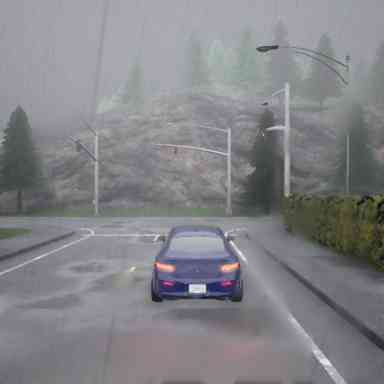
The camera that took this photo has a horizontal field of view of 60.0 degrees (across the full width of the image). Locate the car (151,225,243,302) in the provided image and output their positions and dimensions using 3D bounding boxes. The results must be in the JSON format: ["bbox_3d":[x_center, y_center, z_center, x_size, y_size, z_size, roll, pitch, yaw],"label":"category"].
[{"bbox_3d":[0.107,1.526,8.130,1.812,1.442,4.674,0,0,0],"label":"car"}]
